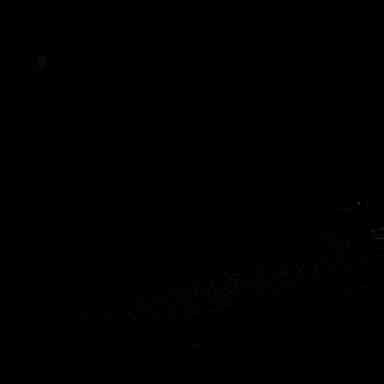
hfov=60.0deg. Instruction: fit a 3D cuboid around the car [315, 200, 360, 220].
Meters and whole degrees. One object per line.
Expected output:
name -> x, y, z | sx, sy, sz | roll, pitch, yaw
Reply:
car -> 11.081, 1.342, 26.337 | 1.752, 1.417, 4.829 | 0, 0, -36
